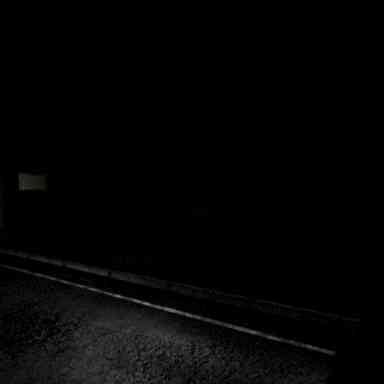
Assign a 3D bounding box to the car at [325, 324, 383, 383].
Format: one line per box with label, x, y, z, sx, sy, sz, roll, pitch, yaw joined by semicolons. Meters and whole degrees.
car;3.283;1.493;1.671;4.902;1.511;2.128;0;0;35
